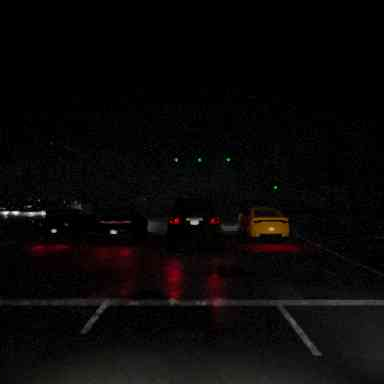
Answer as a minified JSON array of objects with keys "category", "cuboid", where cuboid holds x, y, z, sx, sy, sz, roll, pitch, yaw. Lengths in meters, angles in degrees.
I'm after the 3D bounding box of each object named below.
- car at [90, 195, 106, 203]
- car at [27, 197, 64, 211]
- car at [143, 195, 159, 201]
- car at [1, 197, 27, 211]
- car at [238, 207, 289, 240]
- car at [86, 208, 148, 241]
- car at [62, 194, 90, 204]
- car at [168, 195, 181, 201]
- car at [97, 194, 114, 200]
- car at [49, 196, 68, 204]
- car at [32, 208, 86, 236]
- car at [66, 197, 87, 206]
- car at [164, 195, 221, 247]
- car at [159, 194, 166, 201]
[{"category":"car","cuboid":[-17.509,1.673,59.180,2.033,1.411,5.357,0,0,0]},{"category":"car","cuboid":[-17.589,1.653,40.074,1.994,1.385,4.181,0,0,0]},{"category":"car","cuboid":[-11.424,1.660,92.452,1.882,1.535,5.008,0,0,-22]},{"category":"car","cuboid":[-21.076,1.655,41.068,1.994,1.385,4.181,0,0,0]},{"category":"car","cuboid":[3.598,1.529,17.492,1.882,1.535,5.008,0,0,0]},{"category":"car","cuboid":[-3.403,1.540,16.875,2.128,1.511,4.902,0,0,0]},{"category":"car","cuboid":[-17.529,1.460,49.931,2.097,1.767,4.553,0,0,0]},{"category":"car","cuboid":[-5.037,1.727,95.352,2.033,1.411,5.357,0,0,-22]},{"category":"car","cuboid":[-17.558,1.498,68.578,2.097,1.767,4.553,0,0,0]},{"category":"car","cuboid":[-28.180,1.688,70.518,2.033,1.411,5.357,0,0,-3]},{"category":"car","cuboid":[-6.902,1.653,18.845,1.895,1.301,4.718,0,0,0]},{"category":"car","cuboid":[-21.009,1.620,60.671,2.128,1.511,4.902,0,0,0]},{"category":"car","cuboid":[0.099,1.267,15.284,2.150,2.045,5.566,0,0,0]},{"category":"car","cuboid":[-8.246,1.664,93.951,1.882,1.535,5.008,0,0,-22]}]
